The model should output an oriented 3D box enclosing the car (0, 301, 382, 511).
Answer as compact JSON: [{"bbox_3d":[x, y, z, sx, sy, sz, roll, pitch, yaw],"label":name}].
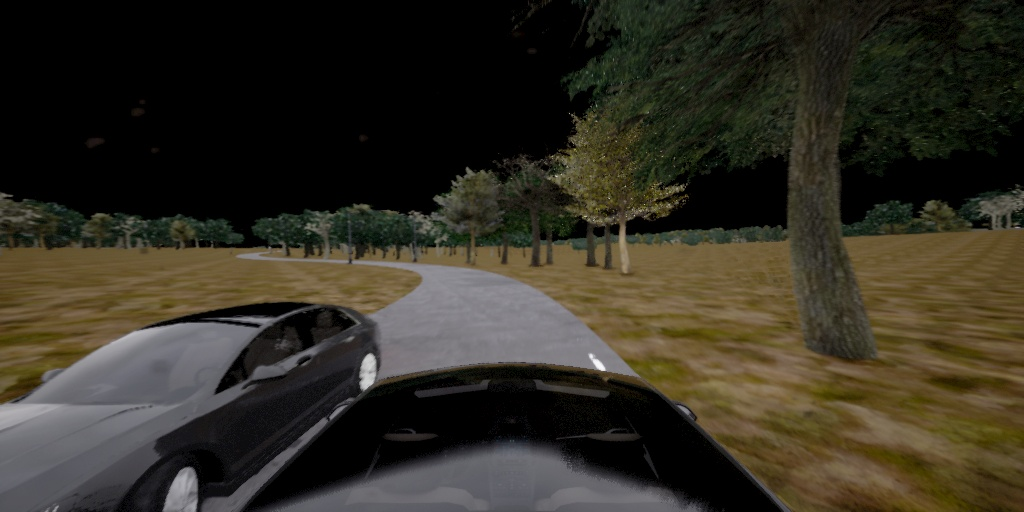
[{"bbox_3d":[-3.046,1.343,3.856,1.837,1.490,4.892,-2,0,2],"label":"car"}]
